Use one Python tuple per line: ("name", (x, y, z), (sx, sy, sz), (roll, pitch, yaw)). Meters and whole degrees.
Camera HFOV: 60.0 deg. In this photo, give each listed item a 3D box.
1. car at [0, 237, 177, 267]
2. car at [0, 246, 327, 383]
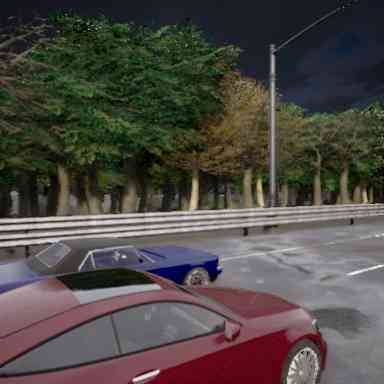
("car", (-1.643, 1.602, 6.876), (4.718, 1.301, 1.895), (0, 0, -35))
("car", (-0.616, 1.526, 3.305), (4.674, 1.442, 1.812), (0, 0, -36))
